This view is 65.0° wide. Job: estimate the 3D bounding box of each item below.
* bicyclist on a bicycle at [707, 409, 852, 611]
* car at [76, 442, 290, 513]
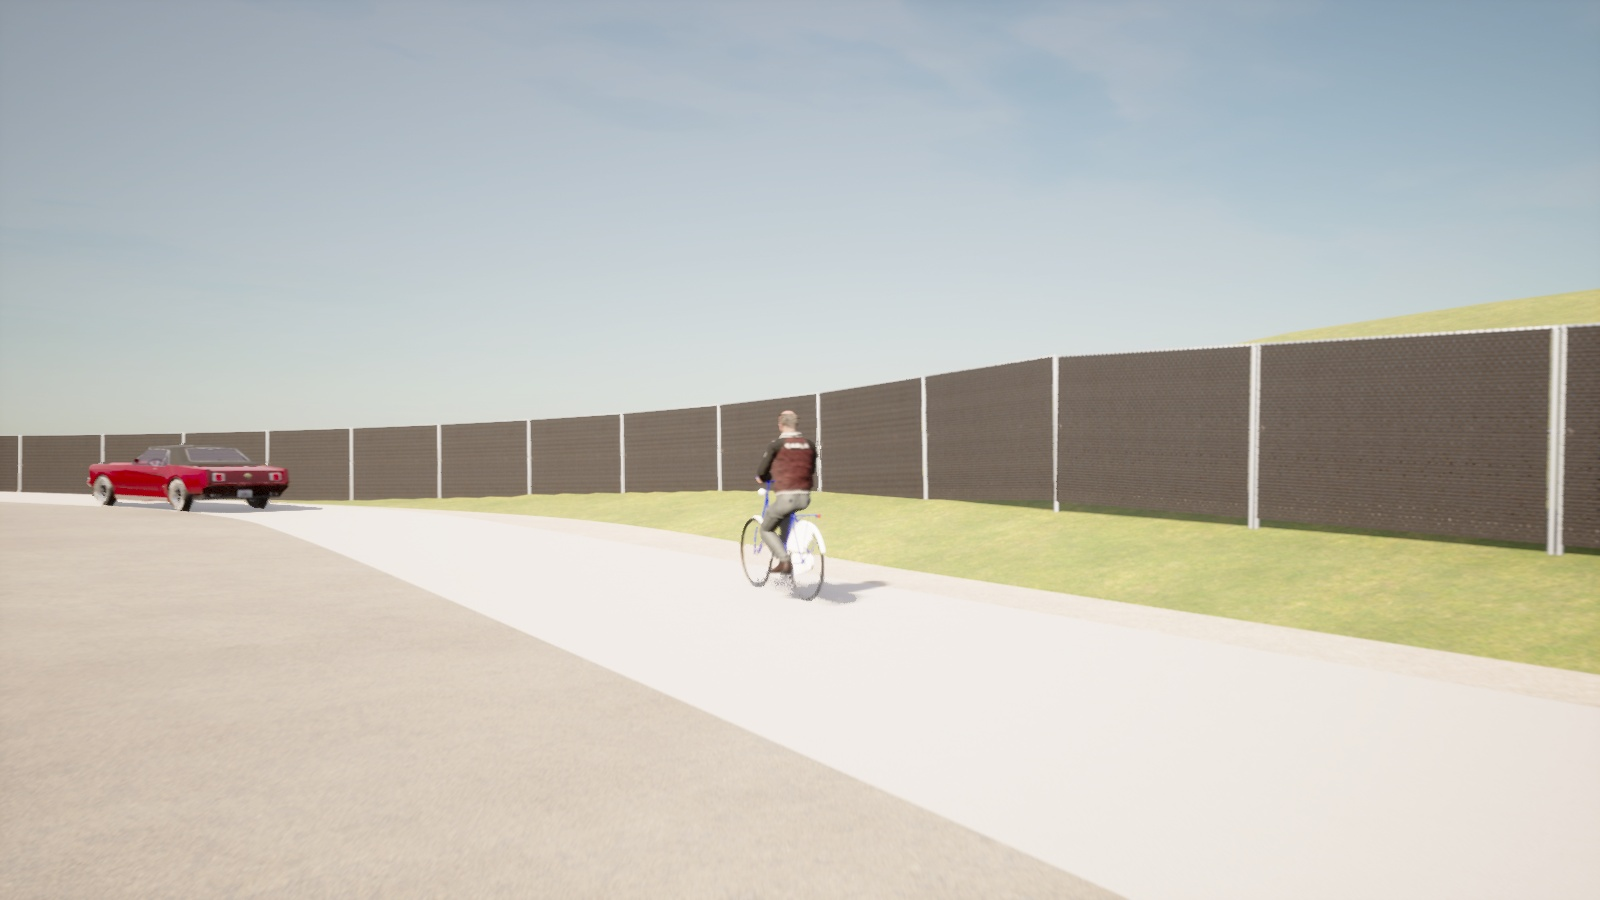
[{"bbox_3d":[-0.237,0.509,11.997,0.659,1.776,1.843,0,1,-26],"label":"bicyclist on a bicycle"},{"bbox_3d":[-12.793,0.522,25.949,4.718,1.301,1.895,1,0,35],"label":"car"}]
